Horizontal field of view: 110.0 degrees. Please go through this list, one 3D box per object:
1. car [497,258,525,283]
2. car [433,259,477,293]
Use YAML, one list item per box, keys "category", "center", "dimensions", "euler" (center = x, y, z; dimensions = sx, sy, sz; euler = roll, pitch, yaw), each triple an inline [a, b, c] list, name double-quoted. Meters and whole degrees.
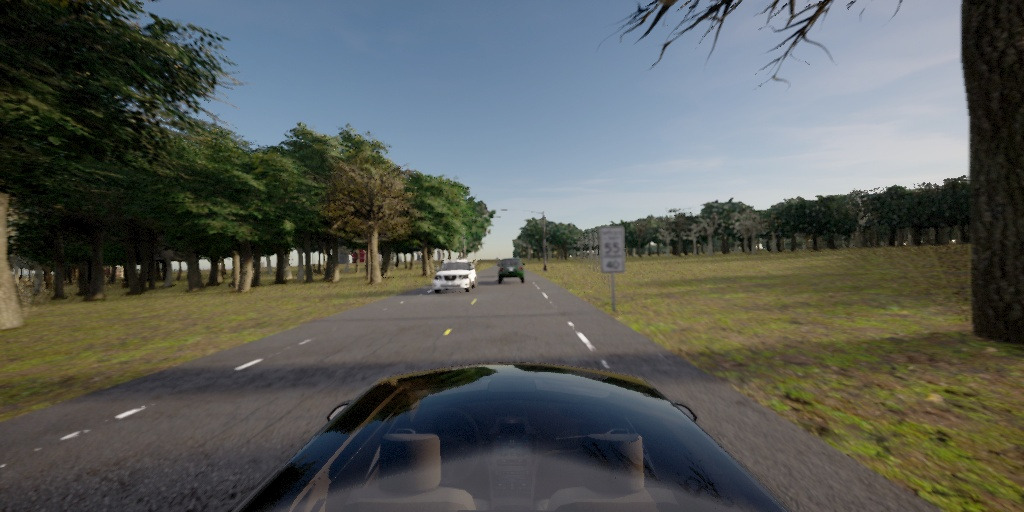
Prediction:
- category: "car"
  center: [-0.062, 1.177, 30.486]
  dimensions: [2.150, 2.045, 5.566]
  euler: [-2, -1, 0]
- category: "car"
  center: [-3.561, 1.247, 23.292]
  dimensions: [2.150, 2.045, 5.566]
  euler: [-2, 0, 0]
